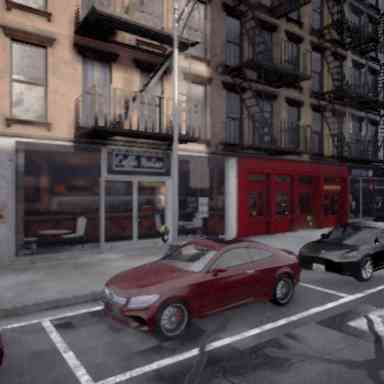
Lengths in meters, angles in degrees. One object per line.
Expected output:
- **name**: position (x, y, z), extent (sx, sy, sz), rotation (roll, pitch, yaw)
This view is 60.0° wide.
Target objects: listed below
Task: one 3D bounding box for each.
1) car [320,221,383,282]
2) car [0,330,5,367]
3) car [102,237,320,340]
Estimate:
- **car**: position (5.025, 1.559, 9.783), extent (4.313, 1.339, 1.947), rotation (0, 0, -36)
- **car**: position (-4.218, 1.441, 3.185), extent (4.097, 1.590, 1.967), rotation (0, 0, -36)
- **car**: position (0.403, 1.579, 6.484), extent (4.206, 1.307, 1.802), rotation (0, 0, -36)
